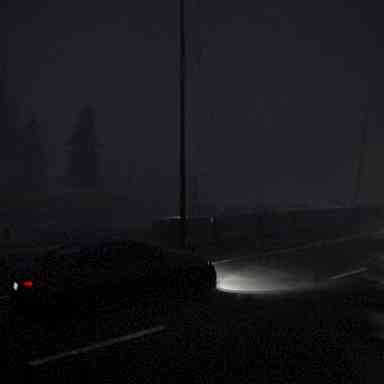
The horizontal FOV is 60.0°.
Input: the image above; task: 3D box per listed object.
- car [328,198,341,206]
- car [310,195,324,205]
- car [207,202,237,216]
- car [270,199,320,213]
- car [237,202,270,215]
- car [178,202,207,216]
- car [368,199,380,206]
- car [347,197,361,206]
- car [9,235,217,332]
[{"bbox_3d":[28.807,1.931,67.070,1.882,1.535,5.008,0,-1,31],"label":"car"},{"bbox_3d":[25.722,1.706,68.728,2.150,2.045,5.566,0,-1,31],"label":"car"},{"bbox_3d":[4.069,1.810,35.054,4.674,1.442,1.812,1,-1,-45],"label":"car"},{"bbox_3d":[9.606,1.709,30.691,1.882,1.535,5.008,-1,-1,45],"label":"car"},{"bbox_3d":[7.123,1.752,33.163,2.128,1.511,4.902,-1,-1,45],"label":"car"},{"bbox_3d":[0.944,1.856,36.849,5.357,1.411,2.033,0,-1,-44],"label":"car"},{"bbox_3d":[34.263,1.966,62.522,2.033,1.411,5.357,0,-1,31],"label":"car"},{"bbox_3d":[31.892,1.780,65.415,2.097,1.767,4.553,0,-1,31],"label":"car"},{"bbox_3d":[-1.485,1.630,7.050,4.181,1.385,1.994,0,-1,-36],"label":"car"}]
